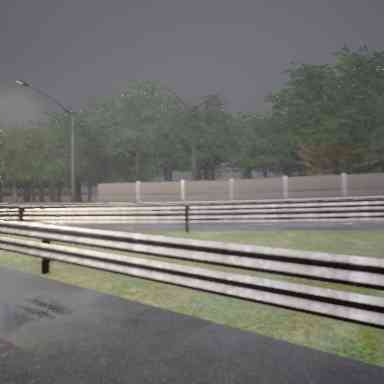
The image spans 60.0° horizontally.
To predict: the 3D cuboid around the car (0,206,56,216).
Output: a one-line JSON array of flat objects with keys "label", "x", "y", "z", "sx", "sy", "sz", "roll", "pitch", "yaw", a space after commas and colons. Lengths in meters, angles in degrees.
[{"label": "car", "x": -13.523, "y": 1.755, "z": 26.608, "sx": 4.718, "sy": 1.301, "sz": 1.895, "roll": 0, "pitch": -1, "yaw": 13}]
